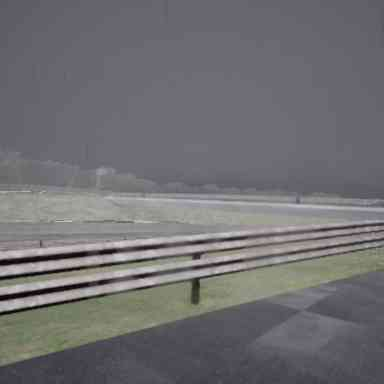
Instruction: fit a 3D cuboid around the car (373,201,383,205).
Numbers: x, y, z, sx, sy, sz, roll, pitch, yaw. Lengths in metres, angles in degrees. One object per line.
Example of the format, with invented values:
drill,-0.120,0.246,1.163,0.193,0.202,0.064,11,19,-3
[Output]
car,31.848,1.942,53.411,5.008,1.535,1.882,2,-2,26
